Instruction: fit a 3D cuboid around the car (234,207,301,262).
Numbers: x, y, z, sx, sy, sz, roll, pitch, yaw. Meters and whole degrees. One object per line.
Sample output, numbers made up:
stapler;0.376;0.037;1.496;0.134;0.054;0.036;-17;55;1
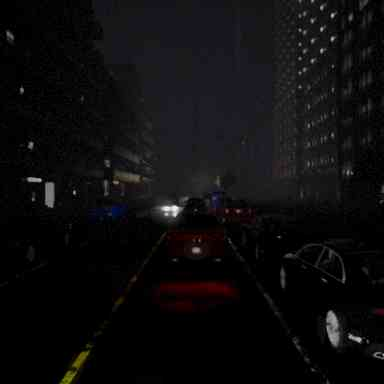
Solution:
car;2.782;1.435;11.311;2.008;1.369;4.403;0;1;0

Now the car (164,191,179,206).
car;-2.746;1.060;44.843;2.128;1.511;4.902;0;1;1

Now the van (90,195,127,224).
van;-5.515;1.120;22.416;1.690;1.788;3.998;0;1;0

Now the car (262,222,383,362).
car;2.740;1.490;5.787;2.008;1.369;4.403;0;1;0

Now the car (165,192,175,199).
car;-5.098;0.809;77.473;1.752;1.417;4.829;0;0;0

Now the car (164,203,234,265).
car;0.161;1.363;11.324;1.882;1.535;5.008;0;1;1

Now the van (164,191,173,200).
van;-5.138;0.670;72.118;1.690;1.788;3.998;0;1;0

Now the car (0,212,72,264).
car;-5.599;1.432;11.374;1.887;1.381;4.507;0;1;0

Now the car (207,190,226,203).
car;3.437;0.810;43.115;2.150;2.045;5.566;0;1;0

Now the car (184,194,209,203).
car;0.319;1.205;30.356;1.837;1.490;4.892;0;0;1

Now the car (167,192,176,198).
car;-5.055;0.803;83.166;1.947;1.339;4.313;0;0;0

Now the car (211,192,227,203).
car;3.416;1.123;36.087;1.882;1.535;5.008;0;1;0

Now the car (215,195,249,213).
car;2.866;1.216;22.353;1.967;1.590;4.097;0;1;0

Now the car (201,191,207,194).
car;3.159;0.973;61.011;2.008;1.369;4.403;0;1;0
